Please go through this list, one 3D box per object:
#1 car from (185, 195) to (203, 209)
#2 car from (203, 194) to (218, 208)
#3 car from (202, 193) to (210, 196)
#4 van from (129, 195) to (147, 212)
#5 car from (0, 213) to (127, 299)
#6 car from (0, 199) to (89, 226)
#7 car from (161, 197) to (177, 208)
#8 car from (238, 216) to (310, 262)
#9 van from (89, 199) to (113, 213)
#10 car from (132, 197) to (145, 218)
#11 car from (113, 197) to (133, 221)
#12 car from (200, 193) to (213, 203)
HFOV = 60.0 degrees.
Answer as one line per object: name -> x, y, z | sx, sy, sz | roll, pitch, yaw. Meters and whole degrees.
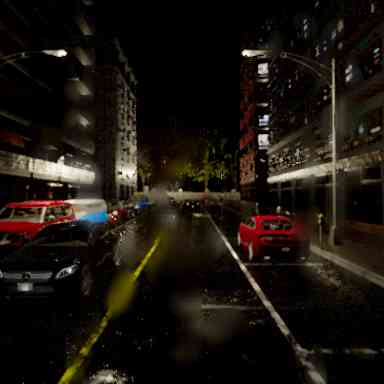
car -> 0.093, 1.457, 42.207 | 1.895, 1.301, 4.718 | 0, 0, 0
car -> 2.696, 1.369, 46.120 | 1.752, 1.417, 4.829 | 1, 0, 0
car -> 2.693, 1.351, 57.344 | 1.887, 1.381, 4.507 | 1, 0, 0
van -> -5.647, 1.224, 34.494 | 1.690, 1.788, 3.998 | 1, 0, 0
car -> -3.101, 1.496, 8.507 | 1.812, 1.442, 4.674 | 0, 0, 0
car -> -5.641, 1.275, 11.709 | 2.192, 1.841, 5.009 | 1, 0, 0
car -> -3.100, 1.371, 45.677 | 1.812, 1.442, 4.674 | 0, 0, 0
car -> 2.702, 1.504, 11.773 | 1.887, 1.381, 4.507 | 1, 0, 0
van -> -5.643, 1.281, 17.405 | 1.690, 1.788, 3.998 | 1, 0, 0
car -> -5.649, 1.452, 28.799 | 2.008, 1.369, 4.403 | 1, 0, 0
car -> -5.646, 1.361, 23.102 | 1.967, 1.590, 4.097 | 1, 0, 0
car -> 2.696, 1.103, 63.039 | 2.192, 1.841, 5.009 | 1, 0, 0
